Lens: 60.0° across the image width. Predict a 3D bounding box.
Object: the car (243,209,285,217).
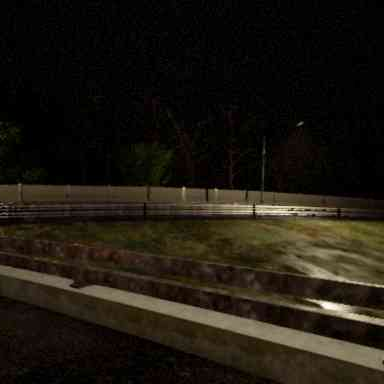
[{"bbox_3d":[8.077,2.118,37.735,4.718,1.301,1.895,3,-1,-22],"label":"car"}]
